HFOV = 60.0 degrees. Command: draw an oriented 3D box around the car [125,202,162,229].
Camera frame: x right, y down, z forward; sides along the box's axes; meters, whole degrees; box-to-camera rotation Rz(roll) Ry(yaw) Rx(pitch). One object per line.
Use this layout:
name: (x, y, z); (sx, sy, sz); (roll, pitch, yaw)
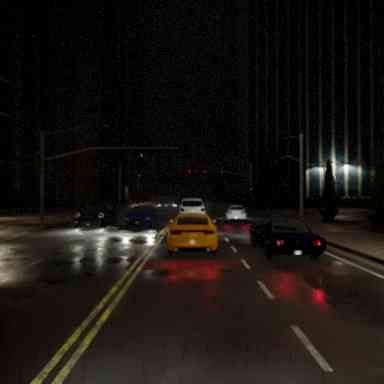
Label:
car: (-3.510, 1.737, 23.848); (1.882, 1.535, 5.008); (0, -1, 0)

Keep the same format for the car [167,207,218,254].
car: (0.036, 1.633, 14.224); (1.882, 1.535, 5.008); (0, 0, 1)

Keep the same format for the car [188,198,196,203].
car: (0.061, 2.336, 89.286); (1.994, 1.385, 4.181); (0, -1, 0)

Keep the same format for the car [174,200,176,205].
car: (-3.444, 2.483, 81.850); (1.895, 1.301, 4.718); (0, -1, 0)

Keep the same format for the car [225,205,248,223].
car: (3.889, 1.839, 28.843); (1.812, 1.442, 4.674); (0, 0, 9)

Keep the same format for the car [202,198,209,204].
car: (3.561, 2.392, 88.743); (1.837, 1.490, 4.892); (0, -1, 0)

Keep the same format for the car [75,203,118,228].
car: (-7.005, 1.620, 24.668); (2.097, 1.767, 4.553); (0, -1, 0)

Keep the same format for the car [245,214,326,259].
car: (3.524, 1.746, 13.230); (1.895, 1.301, 4.718); (0, -1, 0)

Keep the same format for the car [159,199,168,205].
car: (-6.944, 2.366, 81.884); (1.882, 1.535, 5.008); (0, -1, 0)

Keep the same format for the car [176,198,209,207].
car: (-0.056, 1.525, 27.529); (2.150, 2.045, 5.566); (0, 0, -2)
